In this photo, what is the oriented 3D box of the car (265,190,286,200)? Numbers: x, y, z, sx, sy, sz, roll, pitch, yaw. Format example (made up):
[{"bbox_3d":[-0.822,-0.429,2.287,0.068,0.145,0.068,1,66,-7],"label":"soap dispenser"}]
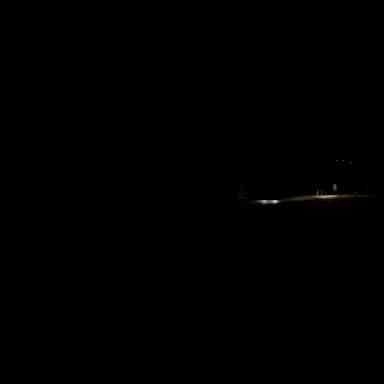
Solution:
[{"bbox_3d":[12.734,0.437,50.670,1.882,1.535,5.008,-1,0,35],"label":"car"}]
